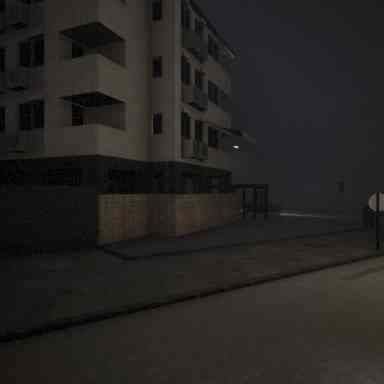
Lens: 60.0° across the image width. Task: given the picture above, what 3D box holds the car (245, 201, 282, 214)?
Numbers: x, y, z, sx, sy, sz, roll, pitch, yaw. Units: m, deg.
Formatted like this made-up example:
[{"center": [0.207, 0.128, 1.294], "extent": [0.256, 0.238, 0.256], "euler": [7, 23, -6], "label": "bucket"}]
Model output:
[{"center": [7.450, 1.564, 35.359], "extent": [1.994, 1.385, 4.181], "euler": [0, 0, -35], "label": "car"}]
